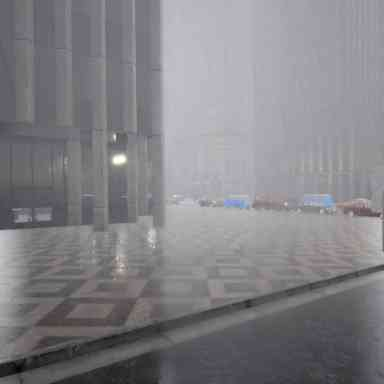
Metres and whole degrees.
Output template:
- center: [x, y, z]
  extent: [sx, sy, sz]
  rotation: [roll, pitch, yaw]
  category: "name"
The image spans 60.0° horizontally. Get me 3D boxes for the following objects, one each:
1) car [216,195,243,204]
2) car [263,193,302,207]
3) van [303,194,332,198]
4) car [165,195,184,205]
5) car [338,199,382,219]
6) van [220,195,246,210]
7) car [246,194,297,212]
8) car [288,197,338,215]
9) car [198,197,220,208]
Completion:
- center: [6.291, 1.297, 56.451]
  extent: [1.752, 1.417, 4.829]
  rotation: [-1, 1, -36]
  category: "car"
- center: [12.812, 1.131, 47.320]
  extent: [2.192, 1.841, 5.009]
  rotation: [-1, 1, -36]
  category: "car"
- center: [16.025, 1.179, 42.826]
  extent: [1.690, 1.788, 3.998]
  rotation: [-1, 1, -36]
  category: "van"
- center: [-3.776, 1.440, 55.855]
  extent: [2.008, 1.369, 4.403]
  rotation: [-1, 1, -36]
  category: "car"
- center: [15.509, 1.567, 28.890]
  extent: [1.887, 1.381, 4.507]
  rotation: [-1, 1, -36]
  category: "car"
- center: [5.864, 1.295, 42.371]
  extent: [1.690, 1.788, 3.998]
  rotation: [-1, 1, -36]
  category: "van"
- center: [9.079, 1.291, 37.876]
  extent: [2.192, 1.841, 5.009]
  rotation: [-1, 1, -36]
  category: "car"
- center: [12.295, 1.550, 33.384]
  extent: [2.008, 1.369, 4.403]
  rotation: [-1, 1, -36]
  category: "car"
- center: [2.652, 1.372, 46.865]
  extent: [1.967, 1.590, 4.097]
  rotation: [-1, 1, -36]
  category: "car"
